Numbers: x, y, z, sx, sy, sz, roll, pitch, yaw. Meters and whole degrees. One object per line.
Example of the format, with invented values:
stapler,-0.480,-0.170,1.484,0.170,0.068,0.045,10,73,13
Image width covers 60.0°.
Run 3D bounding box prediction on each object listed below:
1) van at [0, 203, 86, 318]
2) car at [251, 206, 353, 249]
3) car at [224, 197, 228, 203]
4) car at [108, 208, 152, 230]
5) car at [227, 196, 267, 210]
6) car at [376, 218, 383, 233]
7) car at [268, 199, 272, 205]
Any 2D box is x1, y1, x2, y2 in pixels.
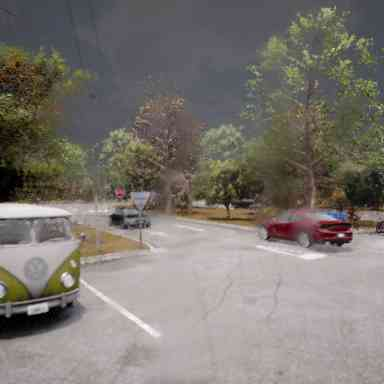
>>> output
van,-3.703,1.257,7.032,1.878,1.987,4.442,0,0,-35
car,4.981,1.611,15.378,1.882,1.535,5.008,1,-2,-21
car,7.997,1.483,64.786,1.812,1.442,4.674,-1,-2,41
car,-4.678,1.928,24.744,1.994,1.385,4.181,-2,2,-35
car,7.777,1.658,47.171,2.128,1.511,4.902,-2,2,-35
car,13.178,1.782,19.170,2.002,1.452,4.674,1,-1,-35
car,10.273,1.583,49.010,1.837,1.490,4.892,-2,1,-36
